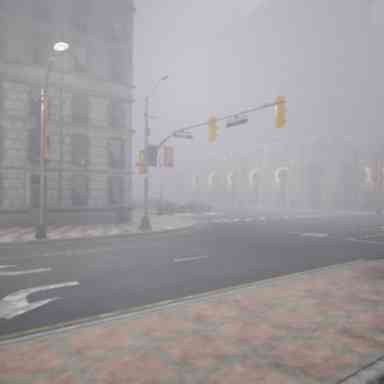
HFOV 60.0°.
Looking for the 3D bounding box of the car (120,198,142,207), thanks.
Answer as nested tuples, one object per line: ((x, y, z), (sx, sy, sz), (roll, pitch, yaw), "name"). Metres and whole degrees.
((-10.345, 1.726, 56.287), (1.812, 1.442, 4.674), (1, 0, -35), "car")

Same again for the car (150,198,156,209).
((-4.551, 1.705, 48.063), (1.837, 1.490, 4.892), (1, 0, -35), "car")

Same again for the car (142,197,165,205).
((-7.509, 1.807, 64.552), (2.033, 1.411, 5.357), (1, 0, -35), "car")

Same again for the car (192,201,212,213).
((0.566, 1.765, 40.923), (1.994, 1.385, 4.181), (1, 0, -36), "car")

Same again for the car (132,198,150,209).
((-8.229, 1.771, 47.193), (1.895, 1.301, 4.718), (1, 0, -35), "car")

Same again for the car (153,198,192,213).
((-2.368, 1.735, 39.006), (1.994, 1.385, 4.181), (1, 0, -36), "car")

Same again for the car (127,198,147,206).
((-10.386, 1.831, 62.557), (1.895, 1.301, 4.718), (1, 0, -35), "car")
